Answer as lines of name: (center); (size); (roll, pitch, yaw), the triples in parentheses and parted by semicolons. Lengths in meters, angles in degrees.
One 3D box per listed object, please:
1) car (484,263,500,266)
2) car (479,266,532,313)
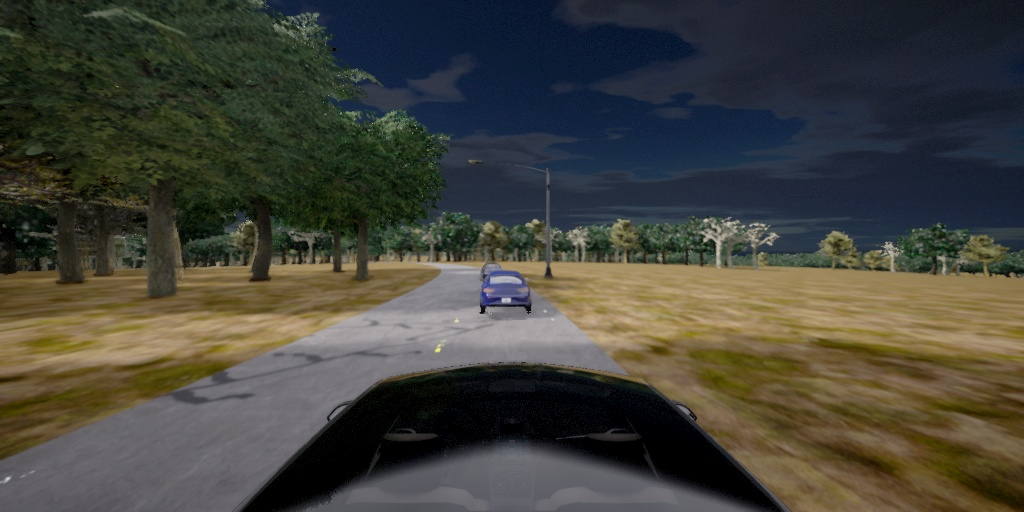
car: (-1.835, 1.328, 32.261); (2.033, 1.411, 5.357); (0, 0, -7)
car: (-0.288, 1.281, 13.993); (1.812, 1.442, 4.674); (0, 0, -3)
